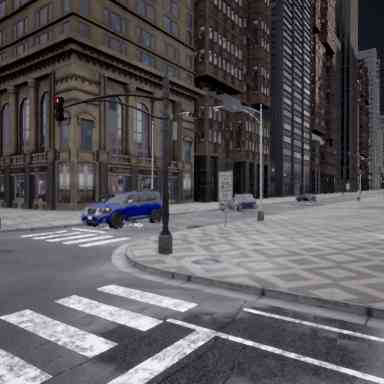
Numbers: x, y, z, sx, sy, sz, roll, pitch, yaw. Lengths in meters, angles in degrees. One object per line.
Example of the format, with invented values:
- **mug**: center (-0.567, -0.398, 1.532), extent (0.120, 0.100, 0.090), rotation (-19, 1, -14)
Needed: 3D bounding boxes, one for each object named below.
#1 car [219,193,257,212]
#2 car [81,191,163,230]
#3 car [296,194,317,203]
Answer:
- **car**: center (4.423, 0.933, 31.981), extent (2.097, 1.767, 4.553), rotation (0, 1, 36)
- **car**: center (-3.950, 0.996, 20.142), extent (2.150, 2.045, 5.566), rotation (0, 1, 34)
- **car**: center (17.164, 0.891, 49.690), extent (1.895, 1.301, 4.718), rotation (0, 1, 36)
